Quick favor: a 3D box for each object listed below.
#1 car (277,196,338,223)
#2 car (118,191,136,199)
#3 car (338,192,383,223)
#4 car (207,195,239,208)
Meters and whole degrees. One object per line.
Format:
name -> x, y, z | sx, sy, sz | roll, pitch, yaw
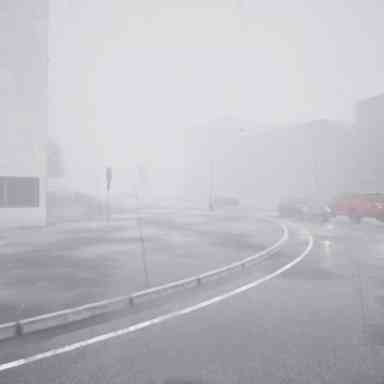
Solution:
car -> 7.666, 1.092, 23.100 | 2.097, 1.767, 4.553 | 0, 1, -9
car -> -11.468, 0.538, 58.440 | 1.994, 1.385, 4.181 | 1, 2, -32
car -> 11.468, 0.998, 23.258 | 2.150, 2.045, 5.566 | 1, 0, -4
car -> 3.723, 1.084, 41.023 | 1.882, 1.535, 5.008 | 1, 0, -32
